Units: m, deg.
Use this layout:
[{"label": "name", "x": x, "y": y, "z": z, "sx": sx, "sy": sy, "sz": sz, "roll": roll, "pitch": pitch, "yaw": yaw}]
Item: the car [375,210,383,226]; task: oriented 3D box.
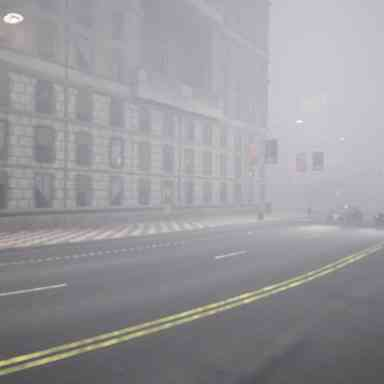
[{"label": "car", "x": 15.396, "y": 1.864, "z": 25.193, "sx": 1.895, "sy": 1.301, "sz": 4.718, "roll": 0, "pitch": -1, "yaw": 42}]

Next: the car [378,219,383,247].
[{"label": "car", "x": 8.880, "y": 1.742, "z": 12.750, "sx": 1.895, "sy": 1.301, "sz": 4.718, "roll": 0, "pitch": 0, "yaw": 42}]

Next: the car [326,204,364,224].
[{"label": "car", "x": 12.670, "y": 1.752, "z": 27.399, "sx": 2.128, "sy": 1.511, "sz": 4.902, "roll": 0, "pitch": -1, "yaw": 42}]
